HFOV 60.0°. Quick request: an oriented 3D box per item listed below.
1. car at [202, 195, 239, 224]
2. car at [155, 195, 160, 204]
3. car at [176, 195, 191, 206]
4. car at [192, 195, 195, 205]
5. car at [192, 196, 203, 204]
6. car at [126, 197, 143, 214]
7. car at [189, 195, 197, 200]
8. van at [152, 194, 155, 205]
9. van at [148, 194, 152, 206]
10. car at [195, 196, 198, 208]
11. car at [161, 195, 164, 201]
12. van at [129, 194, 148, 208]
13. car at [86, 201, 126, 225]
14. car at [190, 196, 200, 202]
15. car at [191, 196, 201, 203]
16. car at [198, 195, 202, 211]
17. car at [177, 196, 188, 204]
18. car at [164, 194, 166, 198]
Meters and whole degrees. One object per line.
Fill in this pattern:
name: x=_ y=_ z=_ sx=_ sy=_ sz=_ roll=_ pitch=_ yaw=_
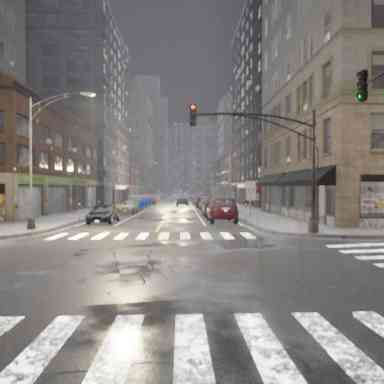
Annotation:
car: x=2.161 y=1.309 z=24.403 sx=2.192 sy=1.841 sz=5.009 roll=-1 pitch=0 yaw=-2
car: x=-7.350 y=1.289 z=57.653 sx=2.192 sy=1.841 sz=5.009 roll=-1 pitch=0 yaw=-2
car: x=-1.552 y=1.483 z=53.741 sx=1.837 sy=1.490 sz=4.892 roll=0 pitch=0 yaw=-2
car: x=1.507 y=1.298 z=46.737 sx=2.192 sy=1.841 sz=5.009 roll=-1 pitch=0 yaw=-2
car: x=1.020 y=1.535 z=63.488 sx=1.947 sy=1.339 sz=4.313 roll=-1 pitch=0 yaw=-2
car: x=-6.683 y=1.515 z=35.149 sx=1.752 sy=1.417 sz=4.829 roll=-1 pitch=0 yaw=-2
car: x=0.202 y=1.489 z=91.405 sx=2.008 sy=1.369 sz=4.403 roll=-1 pitch=0 yaw=-2
van: x=-7.184 y=1.320 z=52.069 sx=1.690 sy=1.788 sz=3.998 roll=-1 pitch=0 yaw=-2
van: x=-7.020 y=1.324 z=46.486 sx=1.690 sy=1.788 sz=3.998 roll=-1 pitch=0 yaw=-2
car: x=1.668 y=1.512 z=41.324 sx=1.752 sy=1.417 sz=4.829 roll=-1 pitch=0 yaw=-2
car: x=-7.843 y=1.399 z=74.402 sx=1.967 sy=1.590 sz=4.097 roll=-1 pitch=0 yaw=-2
van: x=-6.855 y=1.327 z=40.902 sx=1.690 sy=1.788 sz=3.998 roll=-1 pitch=0 yaw=-2
car: x=-6.358 y=1.559 z=24.152 sx=1.947 sy=1.339 sz=4.313 roll=-1 pitch=0 yaw=-2
car: x=0.693 y=1.509 z=74.655 sx=2.008 sy=1.369 sz=4.403 roll=-1 pitch=0 yaw=-2
car: x=0.856 y=1.530 z=69.071 sx=1.947 sy=1.339 sz=4.313 roll=-1 pitch=0 yaw=-2
car: x=1.998 y=1.307 z=29.987 sx=2.192 sy=1.841 sz=5.009 roll=-1 pitch=0 yaw=-2
car: x=-1.860 y=1.516 z=64.159 sx=2.033 sy=1.411 sz=5.357 roll=0 pitch=0 yaw=-2
car: x=-8.006 y=1.534 z=79.986 sx=1.802 sy=1.307 sz=4.206 roll=-1 pitch=0 yaw=-2
